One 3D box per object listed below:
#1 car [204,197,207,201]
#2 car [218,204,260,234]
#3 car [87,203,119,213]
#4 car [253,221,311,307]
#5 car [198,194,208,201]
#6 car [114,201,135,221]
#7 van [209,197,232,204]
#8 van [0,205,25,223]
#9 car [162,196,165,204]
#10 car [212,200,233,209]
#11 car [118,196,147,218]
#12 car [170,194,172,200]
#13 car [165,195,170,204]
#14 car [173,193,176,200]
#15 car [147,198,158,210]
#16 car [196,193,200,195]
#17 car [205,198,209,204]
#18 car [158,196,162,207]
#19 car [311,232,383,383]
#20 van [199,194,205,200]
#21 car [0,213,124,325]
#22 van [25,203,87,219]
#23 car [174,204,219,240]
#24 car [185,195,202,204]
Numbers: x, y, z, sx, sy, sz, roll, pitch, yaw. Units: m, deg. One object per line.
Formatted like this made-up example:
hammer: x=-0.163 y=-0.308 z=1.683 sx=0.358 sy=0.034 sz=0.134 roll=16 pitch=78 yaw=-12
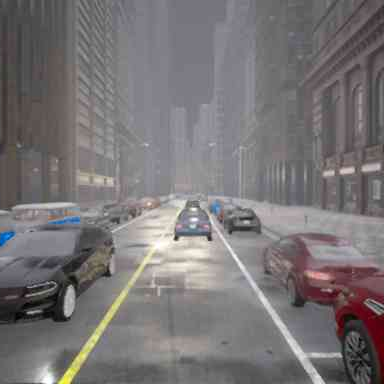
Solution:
car: x=2.746 y=1.586 z=41.395 sx=1.802 sy=1.307 sz=4.206 roll=0 pitch=0 yaw=0
car: x=2.755 y=1.566 z=18.921 sx=1.947 sy=1.339 sz=4.313 roll=0 pitch=0 yaw=0
car: x=-5.770 y=1.551 z=18.901 sx=2.008 sy=1.369 sz=4.403 roll=0 pitch=0 yaw=0
car: x=2.759 y=1.582 z=7.685 sx=1.802 sy=1.307 sz=4.206 roll=0 pitch=0 yaw=0
car: x=2.731 y=1.541 z=75.275 sx=1.752 sy=1.417 sz=4.829 roll=0 pitch=0 yaw=0
car: x=-5.773 y=1.566 z=24.520 sx=1.947 sy=1.339 sz=4.313 roll=0 pitch=0 yaw=0
van: x=2.750 y=1.343 z=30.158 sx=1.690 sy=1.788 sz=3.998 roll=0 pitch=0 yaw=0
van: x=-5.765 y=1.341 z=7.664 sx=1.690 sy=1.788 sz=3.998 roll=0 pitch=0 yaw=0
car: x=-5.784 y=1.572 z=52.614 sx=1.947 sy=1.339 sz=4.313 roll=0 pitch=0 yaw=0
car: x=2.752 y=1.545 z=24.540 sx=1.887 sy=1.381 sz=4.507 roll=0 pitch=0 yaw=0
car: x=-5.775 y=1.316 z=30.139 sx=2.192 sy=1.841 sz=5.009 roll=0 pitch=0 yaw=0
car: x=-5.791 y=1.594 z=69.470 sx=1.802 sy=1.307 sz=4.206 roll=0 pitch=0 yaw=0
car: x=-5.789 y=1.534 z=63.682 sx=1.752 sy=1.417 sz=4.829 roll=0 pitch=0 yaw=0
car: x=-5.798 y=1.549 z=86.157 sx=1.752 sy=1.417 sz=4.829 roll=0 pitch=0 yaw=0
car: x=-5.779 y=1.444 z=41.376 sx=1.967 sy=1.590 sz=4.097 roll=0 pitch=0 yaw=0
car: x=2.729 y=1.335 z=80.724 sx=2.192 sy=1.841 sz=5.009 roll=0 pitch=0 yaw=0
car: x=2.748 y=1.568 z=35.776 sx=1.947 sy=1.339 sz=4.313 roll=0 pitch=0 yaw=0
car: x=-5.782 y=1.549 z=46.995 sx=1.887 sy=1.381 sz=4.507 roll=0 pitch=0 yaw=0
car: x=2.762 y=1.315 z=2.067 sx=2.192 sy=1.841 sz=5.009 roll=0 pitch=0 yaw=0
van: x=2.725 y=1.370 z=91.961 sx=1.690 sy=1.788 sz=3.998 roll=0 pitch=0 yaw=0
car: x=-3.064 y=1.477 z=7.472 sx=1.882 sy=1.535 sz=5.008 roll=0 pitch=0 yaw=0
van: x=-5.768 y=1.341 z=13.282 sx=1.690 sy=1.788 sz=3.998 roll=0 pitch=0 yaw=0
car: x=0.056 y=1.547 z=17.005 sx=2.033 sy=1.411 sz=5.357 roll=0 pitch=0 yaw=0
car: x=0.081 y=1.508 z=44.466 sx=1.837 sy=1.490 sz=4.892 roll=0 pitch=0 yaw=0
